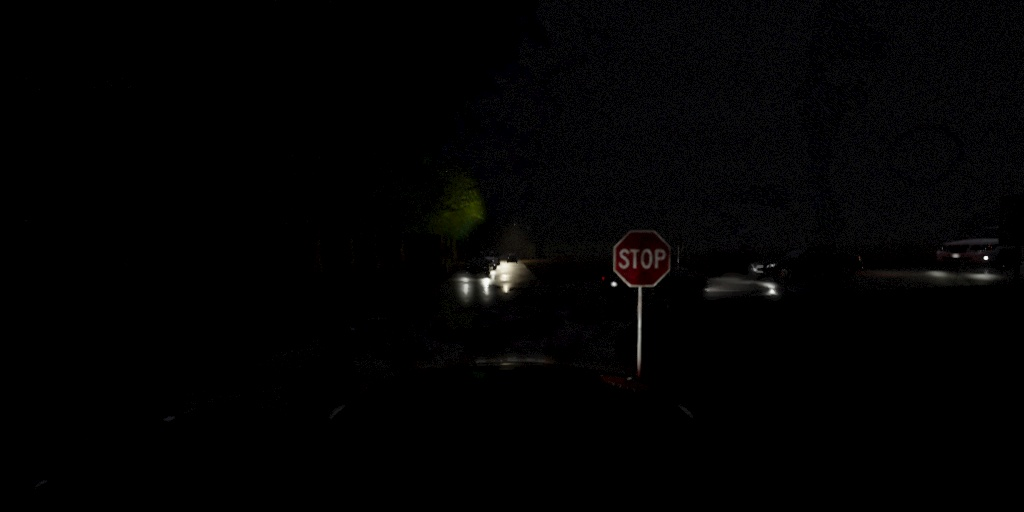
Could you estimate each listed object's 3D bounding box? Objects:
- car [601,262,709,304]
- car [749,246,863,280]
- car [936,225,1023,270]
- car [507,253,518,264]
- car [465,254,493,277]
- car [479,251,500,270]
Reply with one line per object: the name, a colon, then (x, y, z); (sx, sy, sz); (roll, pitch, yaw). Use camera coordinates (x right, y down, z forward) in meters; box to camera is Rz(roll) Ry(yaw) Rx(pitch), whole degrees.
car: (5.403, 0.849, 13.574); (4.181, 1.385, 1.994); (-4, 1, -27)
car: (14.000, 0.289, 17.179); (4.674, 1.442, 1.812); (-3, 1, 1)
car: (23.875, -0.501, 17.069); (5.566, 2.045, 2.150); (-3, 1, 0)
car: (0.018, 0.540, 61.231); (2.033, 1.411, 5.357); (0, 1, 0)
car: (-2.790, 0.856, 29.853); (1.882, 1.535, 5.008); (0, 1, -1)
car: (-2.812, 0.468, 40.477); (2.150, 2.045, 5.566); (0, 1, -1)
